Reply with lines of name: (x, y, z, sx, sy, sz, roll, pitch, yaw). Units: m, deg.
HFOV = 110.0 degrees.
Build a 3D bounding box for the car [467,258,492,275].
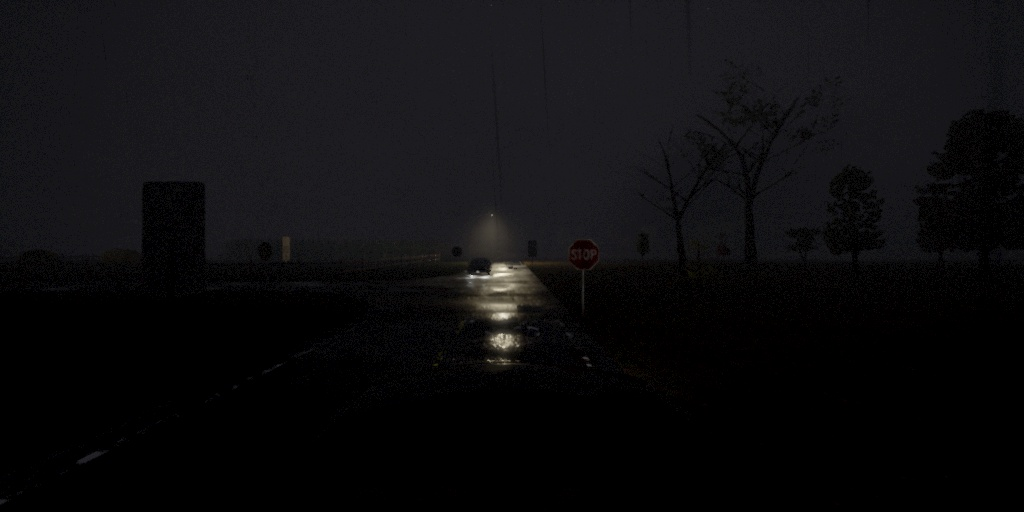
car: (-2.746, 0.838, 31.460, 2.033, 1.411, 5.357, 0, 1, 0)
